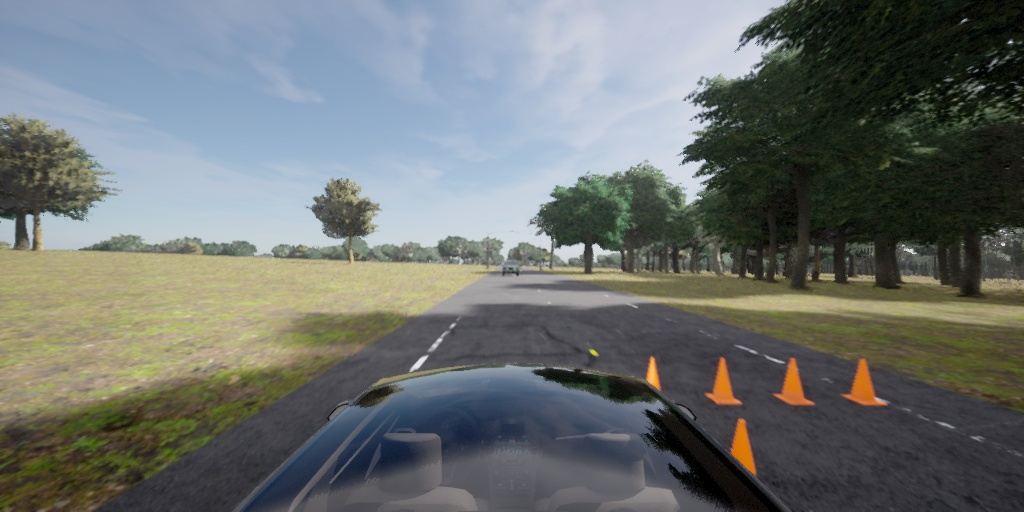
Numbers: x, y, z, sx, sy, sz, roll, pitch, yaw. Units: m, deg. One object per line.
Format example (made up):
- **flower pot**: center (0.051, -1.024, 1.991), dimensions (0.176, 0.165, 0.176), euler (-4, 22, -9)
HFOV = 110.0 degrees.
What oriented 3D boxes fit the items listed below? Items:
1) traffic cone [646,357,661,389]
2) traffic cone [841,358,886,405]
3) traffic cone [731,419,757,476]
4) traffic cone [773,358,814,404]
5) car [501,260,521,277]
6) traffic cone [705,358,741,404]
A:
- **traffic cone**: center (2.012, 1.747, 5.131), dimensions (0.340, 0.580, 0.340), euler (0, 0, 0)
- **traffic cone**: center (5.012, 1.764, 5.121), dimensions (0.340, 0.580, 0.340), euler (0, 0, 0)
- **traffic cone**: center (2.005, 1.729, 3.131), dimensions (0.340, 0.580, 0.340), euler (0, 0, 0)
- **traffic cone**: center (4.012, 1.758, 5.125), dimensions (0.340, 0.580, 0.340), euler (0, 0, 0)
- **car**: center (-0.167, 1.511, 45.210), dimensions (2.150, 2.045, 5.566), euler (0, -1, -1)
- **traffic cone**: center (3.012, 1.753, 5.128), dimensions (0.340, 0.580, 0.340), euler (0, 0, 0)
